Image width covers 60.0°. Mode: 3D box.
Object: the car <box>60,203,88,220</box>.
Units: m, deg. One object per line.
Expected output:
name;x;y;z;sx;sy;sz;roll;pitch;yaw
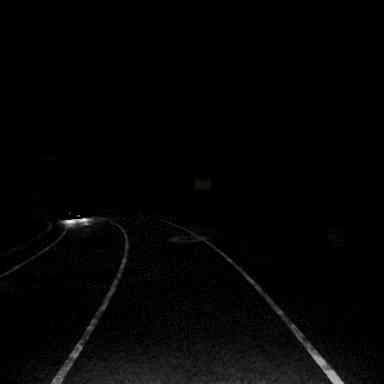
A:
car;-11.600;1.842;32.404;2.033;1.411;5.357;-4;1;-29
